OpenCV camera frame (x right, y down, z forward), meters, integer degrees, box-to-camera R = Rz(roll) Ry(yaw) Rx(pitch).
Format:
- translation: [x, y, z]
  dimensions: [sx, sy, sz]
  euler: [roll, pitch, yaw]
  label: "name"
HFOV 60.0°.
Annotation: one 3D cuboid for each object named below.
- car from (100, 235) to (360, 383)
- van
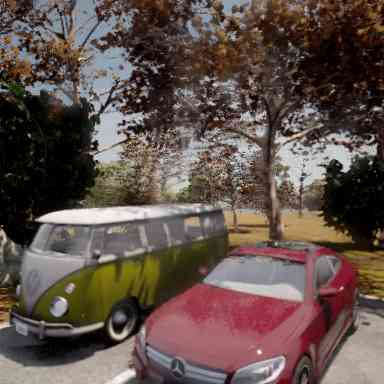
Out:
- translation: [1.204, 1.523, 4.905]
  dimensions: [2.002, 1.452, 4.674]
  euler: [0, 0, 36]
  label: "car"
- translation: [-1.048, 1.262, 6.352]
  dimensions: [1.878, 1.987, 4.442]
  euler: [0, 1, 35]
  label: "van"
